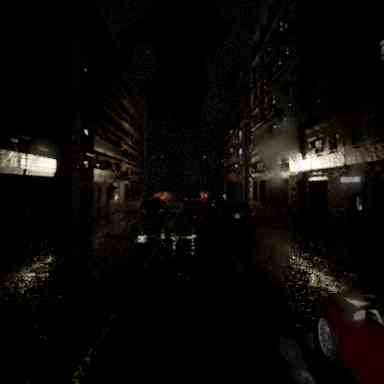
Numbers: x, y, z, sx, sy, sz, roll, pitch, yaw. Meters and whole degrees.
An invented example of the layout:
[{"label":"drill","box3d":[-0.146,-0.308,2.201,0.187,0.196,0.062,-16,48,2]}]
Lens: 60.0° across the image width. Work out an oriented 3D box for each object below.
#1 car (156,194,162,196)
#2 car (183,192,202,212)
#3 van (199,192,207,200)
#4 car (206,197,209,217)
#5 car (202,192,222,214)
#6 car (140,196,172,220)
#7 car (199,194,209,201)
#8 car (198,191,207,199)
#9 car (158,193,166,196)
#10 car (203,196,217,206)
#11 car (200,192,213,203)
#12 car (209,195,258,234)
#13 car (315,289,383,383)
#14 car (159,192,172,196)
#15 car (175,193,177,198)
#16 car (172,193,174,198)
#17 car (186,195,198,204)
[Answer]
[{"label":"car","box3d":[-5.342,1.274,42.745,1.887,1.381,4.507,-1,0,0]},{"label":"car","box3d":[0.026,0.962,40.634,2.150,2.045,5.566,0,0,1]},{"label":"van","box3d":[2.521,0.862,76.629,1.690,1.788,3.998,-1,0,0]},{"label":"car","box3d":[2.543,1.382,31.316,1.802,1.307,4.206,-1,0,0]},{"label":"car","box3d":[2.537,1.080,36.979,2.192,1.841,5.009,-1,0,0]},{"label":"car","box3d":[-2.860,1.311,26.091,1.882,1.535,5.008,0,0,0]},{"label":"car","box3d":[2.527,1.138,70.966,1.802,1.307,4.206,-1,0,0]},{"label":"car","box3d":[2.518,0.801,82.293,2.192,1.841,5.009,-1,0,0]},{"label":"car","box3d":[-5.345,1.240,48.396,1.887,1.381,4.507,-1,0,0]},{"label":"car","box3d":[2.536,1.277,48.309,1.802,1.307,4.206,-1,0,0]},{"label":"car","box3d":[2.528,0.940,59.636,2.192,1.841,5.009,-1,0,0]},{"label":"car","box3d":[2.253,1.232,18.615,2.097,1.767,4.553,0,0,0]},{"label":"car","box3d":[2.555,1.562,2.996,1.802,1.307,4.206,-1,0,0]},{"label":"car","box3d":[-5.352,0.940,59.697,2.192,1.841,5.009,-1,0,0]},{"label":"car","box3d":[-5.362,0.892,87.954,1.967,1.590,4.097,-1,0,0]},{"label":"car","box3d":[-5.354,1.083,70.831,1.752,1.417,4.829,-1,0,0]},{"label":"car","box3d":[-0.022,1.222,54.318,1.994,1.385,4.181,0,0,0]}]
